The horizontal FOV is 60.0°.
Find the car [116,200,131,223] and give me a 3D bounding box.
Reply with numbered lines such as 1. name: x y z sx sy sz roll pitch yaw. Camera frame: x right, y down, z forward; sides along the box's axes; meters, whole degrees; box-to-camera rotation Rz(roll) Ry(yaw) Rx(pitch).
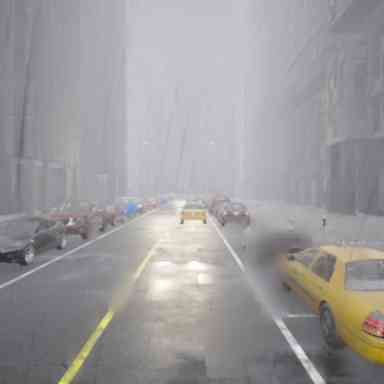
1. car: -5.759 1.513 22.778 1.887 1.381 4.507 0 0 0

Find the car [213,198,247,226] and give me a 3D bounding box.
1. car: 2.766 1.408 22.785 1.967 1.590 4.097 0 0 0

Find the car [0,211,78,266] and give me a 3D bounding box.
1. car: -5.762 1.550 11.505 1.947 1.339 4.313 0 0 0

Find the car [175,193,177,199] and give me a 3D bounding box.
1. car: -5.743 1.207 84.781 2.192 1.841 5.009 0 0 0

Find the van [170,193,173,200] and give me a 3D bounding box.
1. van: -5.746 1.244 73.508 1.690 1.788 3.998 0 0 0

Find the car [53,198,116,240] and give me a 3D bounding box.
1. car: -5.761 1.291 17.141 2.192 1.841 5.009 0 0 0

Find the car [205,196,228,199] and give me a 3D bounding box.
1. car: 2.769 1.267 34.058 2.192 1.841 5.009 0 0 0

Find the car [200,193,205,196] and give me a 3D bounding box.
1. car: 2.775 1.361 56.603 1.967 1.590 4.097 0 0 0

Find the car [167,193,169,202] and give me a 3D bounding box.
1. car: -5.748 1.440 62.065 1.752 1.417 4.829 0 0 0

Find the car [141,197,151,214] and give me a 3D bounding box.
1. car: -5.756 1.392 34.051 1.967 1.590 4.097 0 0 0

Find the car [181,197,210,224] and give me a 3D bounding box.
1. car: 0.107 1.420 24.685 1.801 1.575 5.366 0 0 0

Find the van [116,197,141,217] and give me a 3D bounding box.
1. van: -5.758 1.301 28.415 1.690 1.788 3.998 0 0 0

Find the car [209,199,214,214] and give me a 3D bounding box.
1. car: 2.768 1.526 28.422 1.947 1.339 4.313 0 0 0

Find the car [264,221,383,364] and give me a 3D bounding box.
1. car: 2.762 1.517 6.047 1.752 1.417 4.829 0 0 0

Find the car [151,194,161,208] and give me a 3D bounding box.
1. car: -5.753 1.377 45.325 1.967 1.590 4.097 0 0 0

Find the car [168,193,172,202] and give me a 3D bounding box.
1. car: -5.747 1.459 67.871 2.008 1.369 4.403 0 0 0

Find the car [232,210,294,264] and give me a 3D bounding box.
1. car: 2.763 1.534 11.513 2.008 1.369 4.403 0 0 0

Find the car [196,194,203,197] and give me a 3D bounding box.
1. car: 0.103 1.428 45.577 2.128 1.511 4.902 0 0 0

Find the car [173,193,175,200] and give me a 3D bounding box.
1. car: -5.744 1.338 79.144 1.967 1.590 4.097 0 0 0

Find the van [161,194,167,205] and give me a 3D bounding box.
1. van: -5.750 1.263 56.598 1.690 1.788 3.998 0 0 0

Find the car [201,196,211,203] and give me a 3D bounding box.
1. car: 2.778 1.474 67.876 1.947 1.339 4.313 0 0 0
